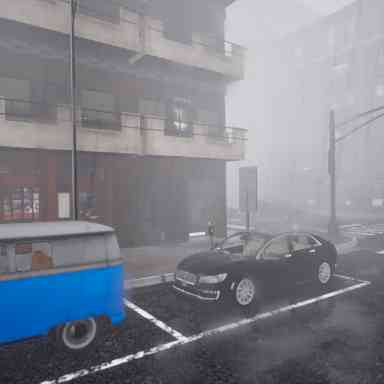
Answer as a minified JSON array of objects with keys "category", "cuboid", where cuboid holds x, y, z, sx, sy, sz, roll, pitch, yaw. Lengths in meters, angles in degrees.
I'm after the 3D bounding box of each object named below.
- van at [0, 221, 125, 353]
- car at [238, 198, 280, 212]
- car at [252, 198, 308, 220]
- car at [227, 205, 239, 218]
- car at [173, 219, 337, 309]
[{"category":"van","cuboid":[-2.917,1.341,4.496,3.998,1.788,1.690,0,-1,-36]},{"category":"car","cuboid":[7.312,1.357,36.581,1.887,1.381,4.507,-1,1,-35]},{"category":"car","cuboid":[6.943,1.445,26.772,1.837,1.490,4.892,-1,1,-35]},{"category":"car","cuboid":[2.151,1.507,28.916,1.887,1.381,4.507,-1,1,-35]},{"category":"car","cuboid":[1.623,1.549,7.739,4.403,1.369,2.008,0,-1,-36]}]
